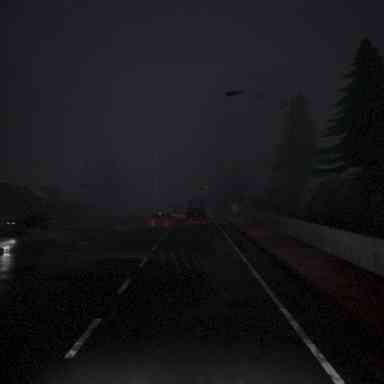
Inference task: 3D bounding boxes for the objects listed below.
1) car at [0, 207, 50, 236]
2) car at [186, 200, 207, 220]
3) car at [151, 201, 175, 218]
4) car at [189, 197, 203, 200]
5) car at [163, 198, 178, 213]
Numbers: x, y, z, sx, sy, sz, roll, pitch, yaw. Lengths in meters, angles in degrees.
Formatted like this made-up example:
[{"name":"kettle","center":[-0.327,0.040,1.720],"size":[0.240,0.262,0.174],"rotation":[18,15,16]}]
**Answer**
[{"name":"car","center":[-10.398,1.705,20.128],"size":[2.128,1.511,4.902],"rotation":[0,-1,1]},{"name":"car","center":[0.405,1.836,32.124],"size":[1.882,1.535,5.008],"rotation":[0,-1,1]},{"name":"car","center":[-3.092,1.909,34.768],"size":[1.812,1.442,4.674],"rotation":[0,-1,1]},{"name":"car","center":[0.502,1.694,42.239],"size":[2.150,2.045,5.566],"rotation":[0,0,1]},{"name":"car","center":[-2.979,1.967,44.337],"size":[1.882,1.535,5.008],"rotation":[0,0,1]}]
